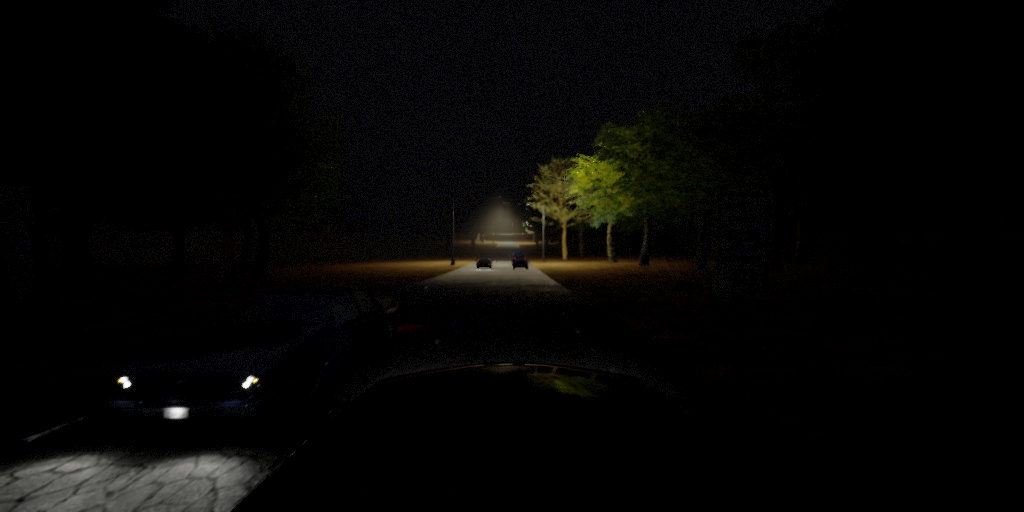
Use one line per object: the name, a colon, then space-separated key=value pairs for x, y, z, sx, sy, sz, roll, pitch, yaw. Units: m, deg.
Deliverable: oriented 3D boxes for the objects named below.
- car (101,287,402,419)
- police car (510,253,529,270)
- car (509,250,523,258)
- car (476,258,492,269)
car: x=-3.594 y=1.291 z=6.497 sx=2.033 sy=1.411 sz=5.357 roll=0 pitch=0 yaw=0
police car: x=1.051 y=0.839 z=44.538 sx=1.930 sy=1.638 sz=5.238 roll=0 pitch=1 yaw=0
car: x=1.051 y=0.428 z=54.448 sx=2.150 sy=2.045 sz=5.566 roll=0 pitch=1 yaw=0
car: x=-3.552 y=0.917 z=46.878 sx=2.033 sy=1.411 sz=5.357 roll=0 pitch=1 yaw=1
